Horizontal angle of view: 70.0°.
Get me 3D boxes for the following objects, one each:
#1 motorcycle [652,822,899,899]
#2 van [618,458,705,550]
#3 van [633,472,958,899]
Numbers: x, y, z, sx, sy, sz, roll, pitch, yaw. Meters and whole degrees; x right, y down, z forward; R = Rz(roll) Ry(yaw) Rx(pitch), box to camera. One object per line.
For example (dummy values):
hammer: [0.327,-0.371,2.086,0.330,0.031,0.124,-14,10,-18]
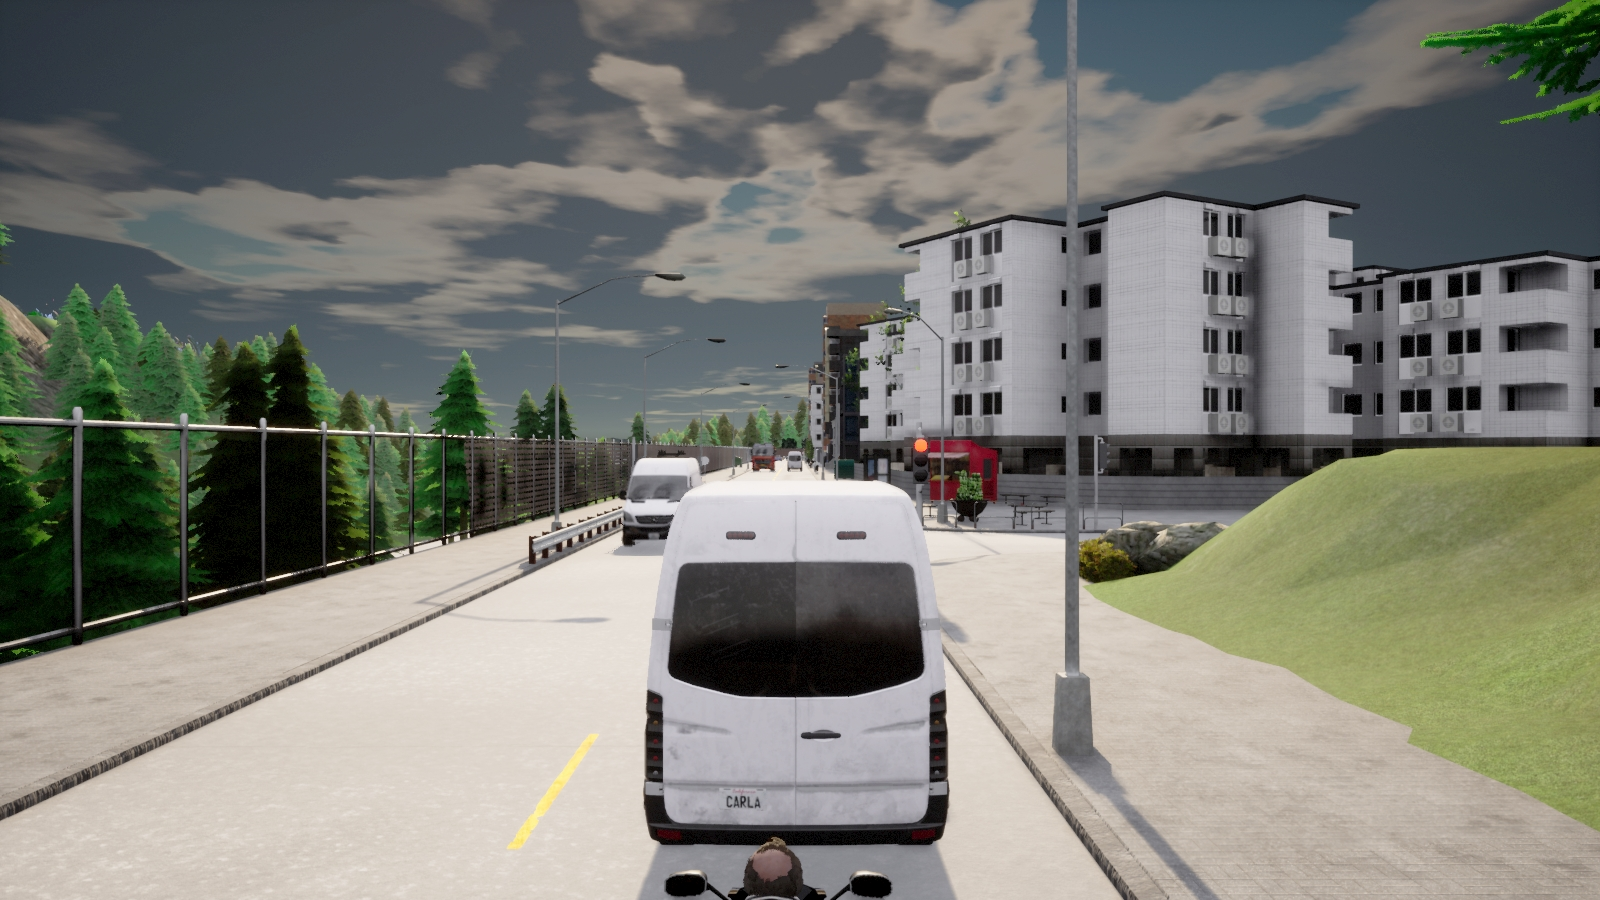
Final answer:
motorcycle: [-0.090,2.205,3.746,0.867,1.251,2.209,0,0,1]
van: [-4.146,1.534,35.092,1.988,2.561,5.915,0,0,0]
van: [-0.034,1.534,9.946,1.988,2.561,5.915,0,0,0]
